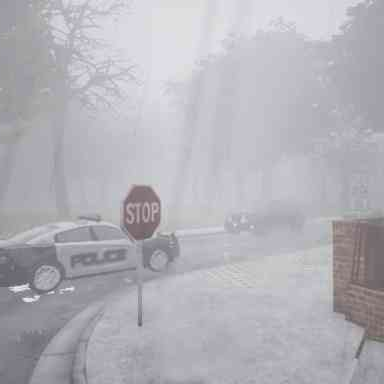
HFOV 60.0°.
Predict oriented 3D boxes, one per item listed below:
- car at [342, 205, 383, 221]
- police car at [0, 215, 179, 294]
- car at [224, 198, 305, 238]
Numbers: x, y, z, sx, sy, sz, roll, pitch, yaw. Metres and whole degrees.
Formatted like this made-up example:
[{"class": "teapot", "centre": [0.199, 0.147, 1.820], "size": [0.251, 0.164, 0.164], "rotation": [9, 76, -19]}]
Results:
[{"class": "car", "centre": [14.751, 1.823, 28.241], "size": [5.357, 1.411, 2.033], "rotation": [1, -1, -42]}, {"class": "police car", "centre": [-2.649, 1.450, 9.047], "size": [5.238, 1.638, 1.930], "rotation": [1, -1, -41]}, {"class": "car", "centre": [4.292, 1.385, 18.992], "size": [5.566, 2.045, 2.150], "rotation": [1, -2, -41]}]
